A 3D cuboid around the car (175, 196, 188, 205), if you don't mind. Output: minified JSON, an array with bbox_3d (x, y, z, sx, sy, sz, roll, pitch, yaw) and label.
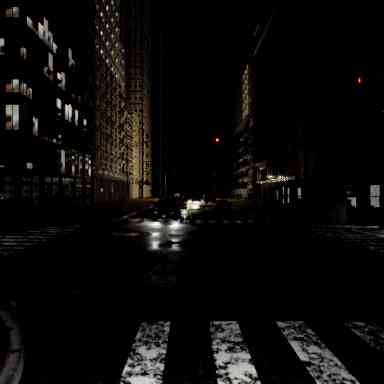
[{"bbox_3d":[-1.759,1.495,58.316,2.128,1.511,4.902,0,0,0],"label":"car"}]

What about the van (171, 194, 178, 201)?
[{"bbox_3d":[-4.452,1.315,85.949,1.690,1.788,3.998,0,0,0],"label":"van"}]

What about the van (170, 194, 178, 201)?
[{"bbox_3d":[-4.412,1.321,80.422,1.690,1.788,3.998,0,0,0],"label":"van"}]

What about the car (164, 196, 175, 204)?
[{"bbox_3d":[-4.291,1.564,63.839,1.947,1.339,4.313,0,0,0],"label":"car"}]

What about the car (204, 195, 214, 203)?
[{"bbox_3d":[3.549,1.432,69.425,1.967,1.590,4.097,0,0,0],"label":"car"}]

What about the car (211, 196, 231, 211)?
[{"bbox_3d":[3.800,1.579,41.788,1.947,1.339,4.313,0,0,0],"label":"car"}]

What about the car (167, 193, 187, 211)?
[{"bbox_3d":[-1.661,1.364,41.759,2.097,1.767,4.553,0,0,0],"label":"car"}]

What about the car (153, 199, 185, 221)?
[{"bbox_3d":[-1.926,1.545,27.240,1.812,1.442,4.674,0,0,4],"label":"car"}]

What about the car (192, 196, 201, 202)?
[{"bbox_3d":[0.968,1.512,73.228,1.812,1.442,4.674,0,0,0],"label":"car"}]

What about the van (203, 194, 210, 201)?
[{"bbox_3d":[3.468,1.321,80.479,1.690,1.788,3.998,0,0,0],"label":"van"}]

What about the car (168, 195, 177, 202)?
[{"bbox_3d":[-4.372,1.426,74.895,1.967,1.590,4.097,0,0,0],"label":"car"}]

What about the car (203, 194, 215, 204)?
[{"bbox_3d":[3.589,1.313,63.896,2.192,1.841,5.009,0,0,0],"label":"car"}]
